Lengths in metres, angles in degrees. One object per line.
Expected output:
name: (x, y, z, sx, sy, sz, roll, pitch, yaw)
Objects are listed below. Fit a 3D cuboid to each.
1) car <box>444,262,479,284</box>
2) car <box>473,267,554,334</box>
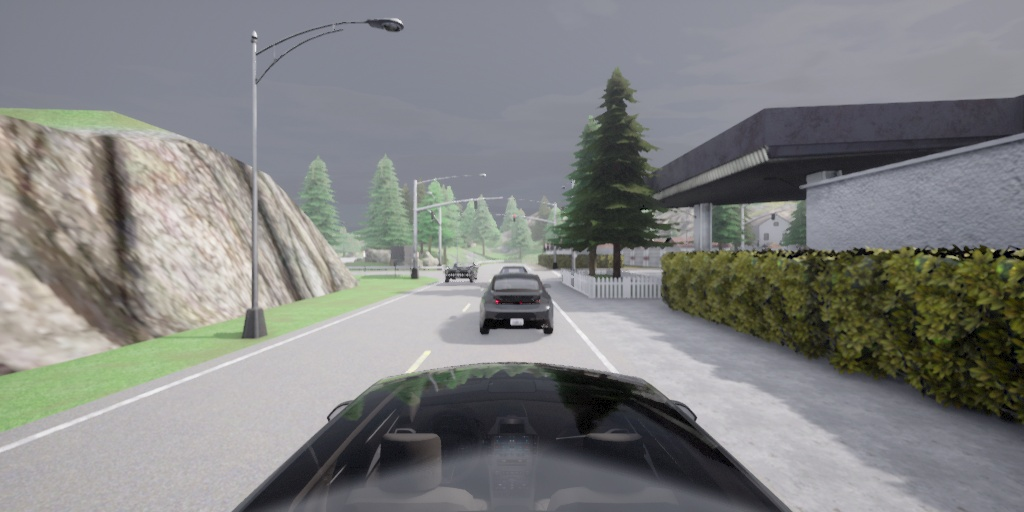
car: (-3.464, 1.095, 25.113, 1.895, 1.301, 4.718, 0, 0, 0)
car: (0.113, 1.234, 10.478, 1.837, 1.490, 4.892, 0, 0, 0)
